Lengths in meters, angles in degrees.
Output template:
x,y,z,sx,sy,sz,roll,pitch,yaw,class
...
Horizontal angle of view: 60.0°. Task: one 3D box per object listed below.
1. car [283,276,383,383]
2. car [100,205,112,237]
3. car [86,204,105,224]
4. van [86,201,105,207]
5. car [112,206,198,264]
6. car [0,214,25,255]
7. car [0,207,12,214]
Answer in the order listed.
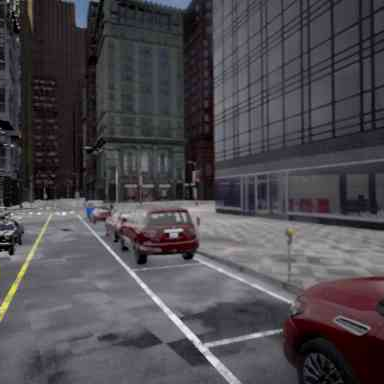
x,y,z,sx,sy,sz,roll,pitch,yaw,class
2.714,1.296,2.055,2.192,1.841,5.009,-1,0,-22,car
-3.509,1.657,17.813,1.967,1.590,4.097,-1,0,-22,car
-7.657,1.950,28.319,1.802,1.307,4.206,-1,0,-22,car
-9.737,1.782,33.574,1.690,1.788,3.998,-1,0,-22,van
-1.436,1.454,12.561,2.192,1.841,5.009,-1,0,-22,car
-8.372,1.857,14.199,1.895,1.301,4.718,-1,-1,-22,car
-17.661,2.095,30.438,1.947,1.339,4.313,-1,0,-22,car
